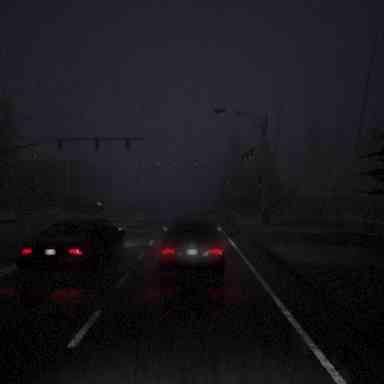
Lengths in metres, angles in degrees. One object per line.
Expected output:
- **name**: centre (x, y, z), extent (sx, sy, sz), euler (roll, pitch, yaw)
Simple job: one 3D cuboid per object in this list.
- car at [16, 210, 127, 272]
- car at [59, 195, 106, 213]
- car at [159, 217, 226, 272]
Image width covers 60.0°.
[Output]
- **car**: centre (-3.479, 1.525, 10.712), extent (2.033, 1.411, 5.357), euler (0, 0, 0)
- **car**: centre (-11.229, 1.227, 34.338), extent (4.553, 1.767, 2.097), euler (0, 0, 1)
- **car**: centre (0.021, 1.525, 10.713), extent (2.033, 1.411, 5.357), euler (0, 0, 0)
